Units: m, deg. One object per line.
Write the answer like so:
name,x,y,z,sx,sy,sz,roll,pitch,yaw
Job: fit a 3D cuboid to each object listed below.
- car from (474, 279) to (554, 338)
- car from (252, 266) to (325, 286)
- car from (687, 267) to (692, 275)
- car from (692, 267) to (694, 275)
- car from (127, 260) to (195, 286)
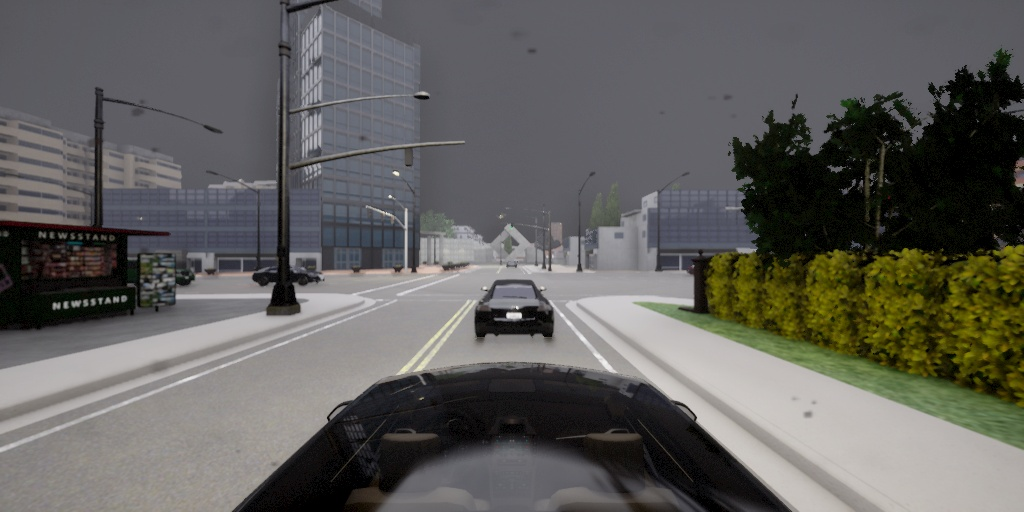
car,0.051,1.351,10.291,1.994,1.385,4.181,0,0,0
car,-16.751,1.462,26.955,4.902,1.511,2.128,-1,0,-1
car,21.227,1.333,38.093,5.008,1.535,1.882,0,0,-1
car,20.629,1.332,34.578,4.902,1.511,2.128,0,0,-1
car,-27.137,1.314,26.836,5.566,2.045,2.150,-1,0,-1
